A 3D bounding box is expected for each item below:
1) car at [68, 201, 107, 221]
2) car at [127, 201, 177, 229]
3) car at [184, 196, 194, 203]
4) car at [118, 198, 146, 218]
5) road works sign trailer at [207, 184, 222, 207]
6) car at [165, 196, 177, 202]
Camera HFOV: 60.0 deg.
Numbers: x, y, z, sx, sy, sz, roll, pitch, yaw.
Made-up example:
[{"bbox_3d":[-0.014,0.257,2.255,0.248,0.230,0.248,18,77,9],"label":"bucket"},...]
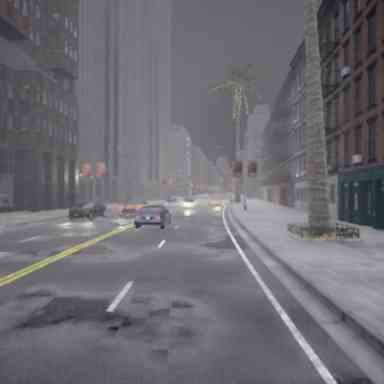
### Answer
[{"bbox_3d":[-8.761,1.517,28.227,1.882,1.535,5.008,0,0,4],"label":"car"},{"bbox_3d":[-2.468,1.582,22.098,2.033,1.411,5.357,0,0,3],"label":"car"},{"bbox_3d":[-0.586,1.537,72.555,1.882,1.535,5.008,0,0,7],"label":"car"},{"bbox_3d":[-5.295,1.396,30.893,2.097,1.767,4.553,0,0,5],"label":"car"},{"bbox_3d":[3.562,0.525,52.459,2.380,3.560,2.880,0,0,7],"label":"road works sign trailer"},{"bbox_3d":[-4.272,1.531,69.094,1.882,1.535,5.008,0,0,7],"label":"car"}]
